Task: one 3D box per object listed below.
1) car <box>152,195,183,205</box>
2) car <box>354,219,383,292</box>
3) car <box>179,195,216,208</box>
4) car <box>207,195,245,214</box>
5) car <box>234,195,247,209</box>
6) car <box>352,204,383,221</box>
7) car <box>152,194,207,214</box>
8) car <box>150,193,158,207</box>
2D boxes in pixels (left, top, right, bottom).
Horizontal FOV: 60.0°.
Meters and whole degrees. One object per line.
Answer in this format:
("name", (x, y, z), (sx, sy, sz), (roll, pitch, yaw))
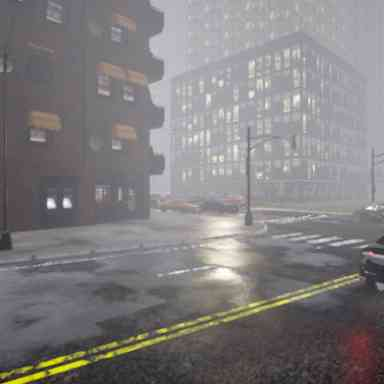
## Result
("car", (-3.379, 1.041, 44.762), (4.206, 1.307, 1.802), (1, 0, 45))
("car", (5.782, 1.492, 7.747), (4.902, 1.511, 2.128), (0, 0, -37))
("car", (0.656, 1.115, 40.739), (4.313, 1.339, 1.947), (1, 0, 45))
("car", (2.341, 1.269, 30.866), (1.994, 1.385, 4.181), (0, 1, -45))
("car", (4.508, 1.073, 37.016), (4.097, 1.590, 1.967), (1, 0, 45))
("car", (12.517, 1.493, 21.733), (2.128, 1.511, 4.902), (0, 0, -7))
("car", (-1.243, 1.205, 30.678), (4.829, 1.417, 1.752), (1, 0, 45))
("car", (-4.353, 0.909, 37.540), (4.553, 1.767, 2.097), (1, 1, 45))
